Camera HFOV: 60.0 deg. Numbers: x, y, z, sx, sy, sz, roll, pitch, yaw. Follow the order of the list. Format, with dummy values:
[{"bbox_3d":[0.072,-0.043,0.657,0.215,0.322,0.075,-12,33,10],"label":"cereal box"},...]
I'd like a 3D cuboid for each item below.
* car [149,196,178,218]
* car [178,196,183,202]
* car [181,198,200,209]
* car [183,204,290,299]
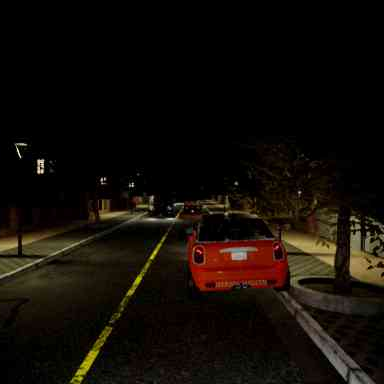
[{"bbox_3d":[-2.754,1.403,31.180,2.097,1.767,4.553,0,0,0],"label":"car"},{"bbox_3d":[-2.759,1.682,72.515,2.128,1.511,4.902,0,0,0],"label":"car"},{"bbox_3d":[0.068,1.663,35.857,1.895,1.301,4.718,0,0,0],"label":"car"},{"bbox_3d":[0.920,1.312,8.642,2.097,1.767,4.553,-3,-1,0],"label":"car"}]
